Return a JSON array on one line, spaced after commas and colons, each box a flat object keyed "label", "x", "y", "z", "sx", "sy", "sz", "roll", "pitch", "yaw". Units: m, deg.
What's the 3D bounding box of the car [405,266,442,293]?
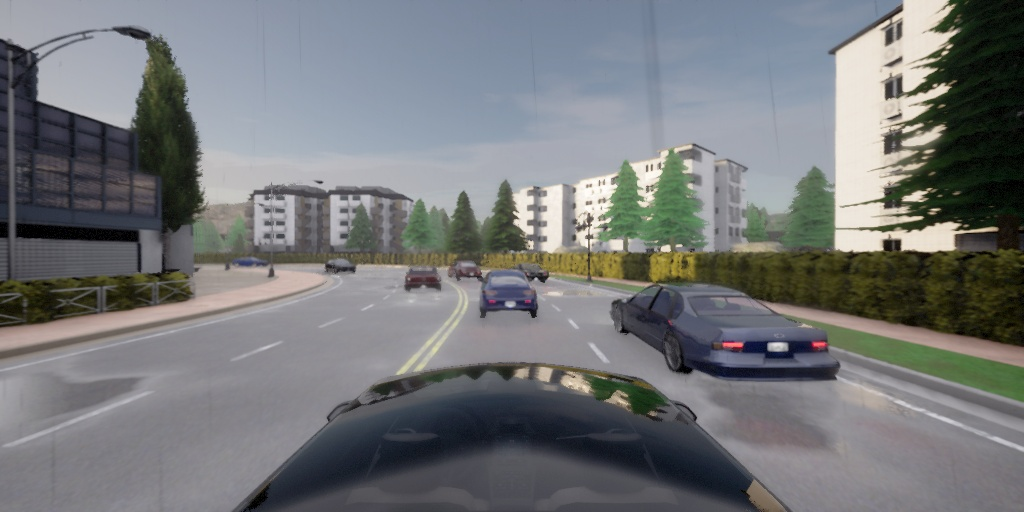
[{"label": "car", "x": -4.974, "y": 1.231, "z": 20.208, "sx": 1.895, "sy": 1.301, "sz": 4.718, "roll": 0, "pitch": 0, "yaw": -14}]

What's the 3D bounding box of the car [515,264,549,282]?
[{"label": "car", "x": 0.899, "y": 1.201, "z": 25.561, "sx": 1.895, "sy": 1.301, "sz": 4.718, "roll": 0, "pitch": 0, "yaw": -18}]

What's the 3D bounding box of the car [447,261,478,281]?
[{"label": "car", "x": -3.752, "y": 1.108, "z": 27.932, "sx": 1.812, "sy": 1.442, "sz": 4.674, "roll": 0, "pitch": 0, "yaw": -22}]

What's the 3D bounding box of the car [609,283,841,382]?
[{"label": "car", "x": 3.577, "y": 1.264, "z": 7.369, "sx": 2.033, "sy": 1.411, "sz": 5.357, "roll": 0, "pitch": 0, "yaw": -1}]

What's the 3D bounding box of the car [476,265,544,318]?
[{"label": "car", "x": -0.210, "y": 1.207, "z": 12.638, "sx": 1.812, "sy": 1.442, "sz": 4.674, "roll": 0, "pitch": 0, "yaw": -4}]

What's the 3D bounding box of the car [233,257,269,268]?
[{"label": "car", "x": -37.687, "y": 0.896, "z": 51.844, "sx": 5.008, "sy": 1.535, "sz": 1.882, "roll": 0, "pitch": 0, "yaw": 12}]

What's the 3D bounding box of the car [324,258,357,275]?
[{"label": "car", "x": -17.337, "y": 0.999, "z": 36.179, "sx": 1.882, "sy": 1.535, "sz": 5.008, "roll": 0, "pitch": 0, "yaw": -43}]
